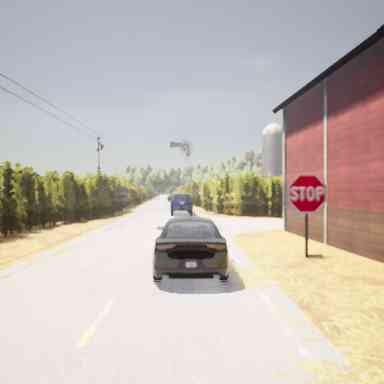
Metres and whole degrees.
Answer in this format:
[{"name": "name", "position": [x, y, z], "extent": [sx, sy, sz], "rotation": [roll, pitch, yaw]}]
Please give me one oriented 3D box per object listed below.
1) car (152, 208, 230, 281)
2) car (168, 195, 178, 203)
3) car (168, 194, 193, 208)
[{"name": "car", "position": [-0.058, 1.466, 9.844], "extent": [1.882, 1.535, 5.008], "rotation": [0, 0, -1]}, {"name": "car", "position": [-3.980, 1.398, 68.240], "extent": [1.882, 1.535, 5.008], "rotation": [0, 0, -5]}, {"name": "car", "position": [-1.120, 1.183, 33.672], "extent": [2.150, 2.045, 5.566], "rotation": [0, 0, -4]}]
